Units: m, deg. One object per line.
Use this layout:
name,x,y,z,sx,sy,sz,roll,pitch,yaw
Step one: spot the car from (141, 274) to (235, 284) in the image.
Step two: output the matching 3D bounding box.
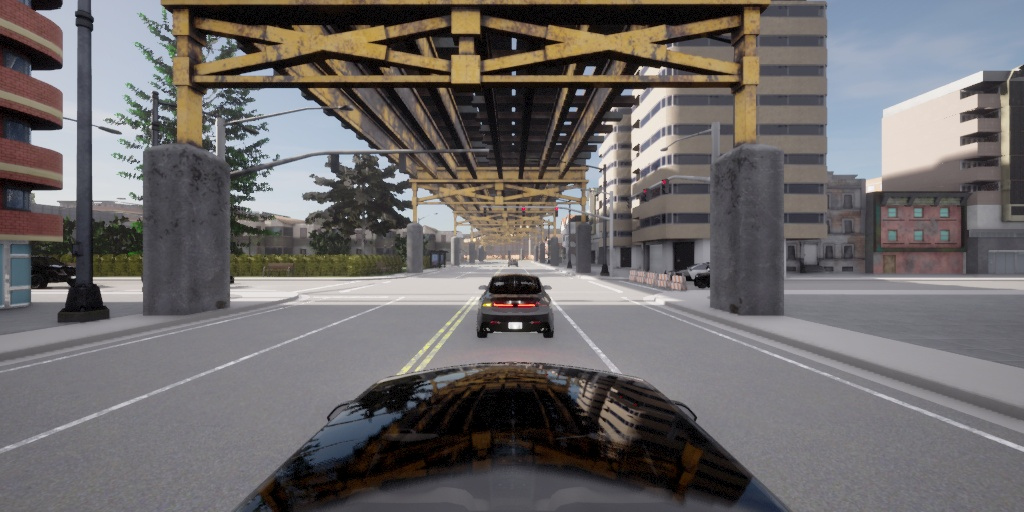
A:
car,-20.032,1.255,22.275,4.892,1.490,1.837,0,0,0

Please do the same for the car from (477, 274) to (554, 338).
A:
car,0.088,1.255,10.160,1.837,1.490,4.892,0,0,0

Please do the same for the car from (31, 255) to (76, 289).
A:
car,-30.046,0.971,22.336,5.566,2.045,2.150,0,0,0
